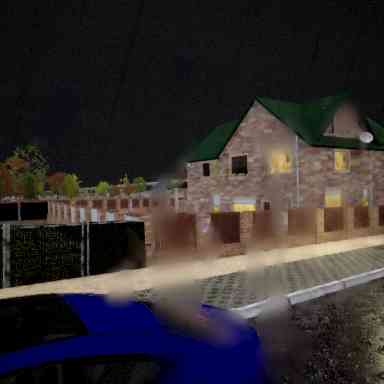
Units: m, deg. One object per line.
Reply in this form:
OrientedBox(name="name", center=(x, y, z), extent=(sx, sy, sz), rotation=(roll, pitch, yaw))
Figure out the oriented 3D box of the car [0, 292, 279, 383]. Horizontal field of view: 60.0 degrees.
OrientedBox(name="car", center=(-1.428, 1.526, 2.054), extent=(4.674, 1.442, 1.812), rotation=(0, 0, -35))
